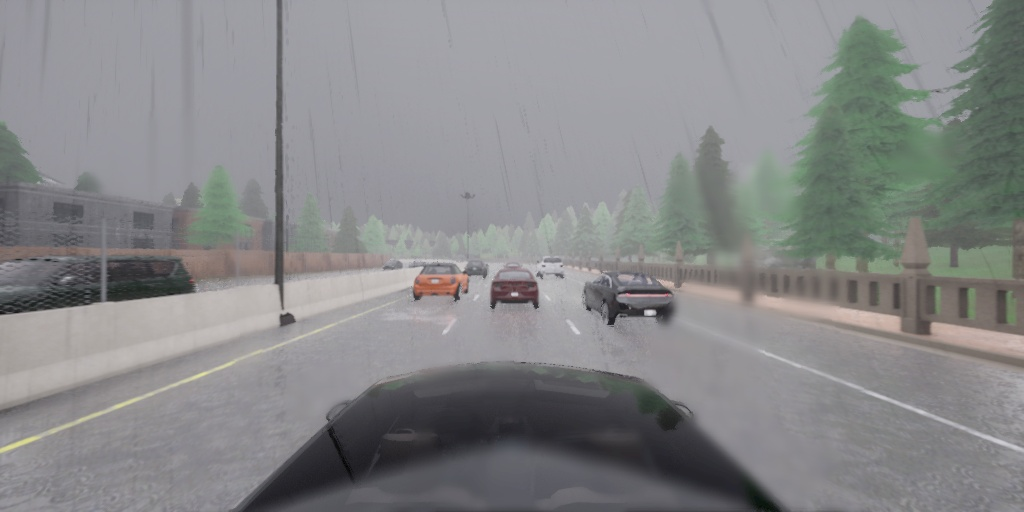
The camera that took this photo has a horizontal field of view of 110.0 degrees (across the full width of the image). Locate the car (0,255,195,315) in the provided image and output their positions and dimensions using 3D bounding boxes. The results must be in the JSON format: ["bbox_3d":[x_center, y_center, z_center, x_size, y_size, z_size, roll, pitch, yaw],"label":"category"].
[{"bbox_3d":[-10.601,0.990,8.487,2.150,2.045,5.566,0,0,0],"label":"car"}]

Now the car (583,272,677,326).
[{"bbox_3d":[3.599,1.269,11.769,2.128,1.511,4.902,0,0,0],"label":"car"}]

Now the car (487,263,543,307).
[{"bbox_3d":[0.100,1.266,15.637,1.882,1.535,5.008,0,0,0],"label":"car"}]

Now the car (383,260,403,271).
[{"bbox_3d":[-17.566,1.396,53.129,1.837,1.490,4.892,0,0,0],"label":"car"}]

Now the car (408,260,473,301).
[{"bbox_3d":[-3.400,1.147,17.975,2.097,1.767,4.553,0,0,0],"label":"car"}]

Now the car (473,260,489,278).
[{"bbox_3d":[-3.399,1.193,34.903,2.097,1.767,4.553,0,0,0],"label":"car"}]

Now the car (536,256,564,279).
[{"bbox_3d":[3.602,1.061,34.330,2.150,2.045,5.566,0,0,0],"label":"car"}]
